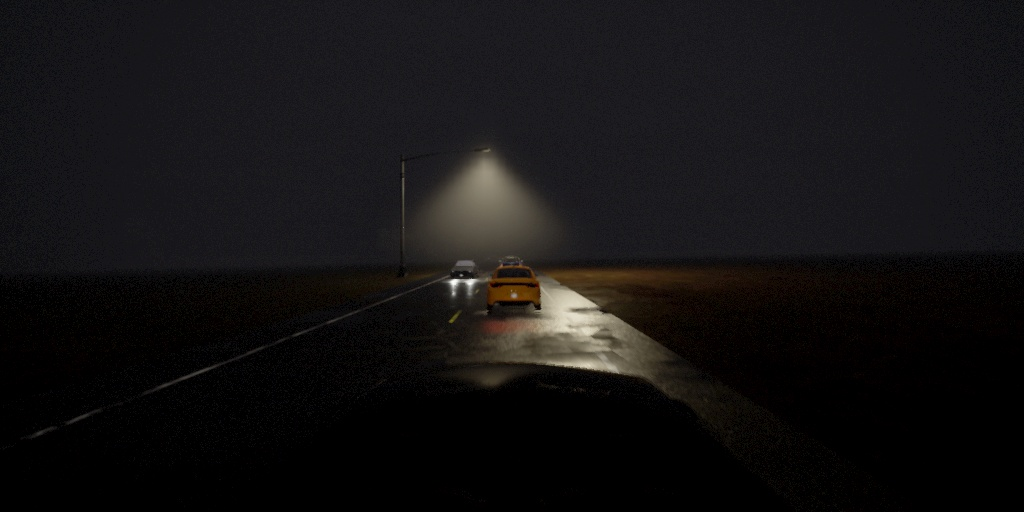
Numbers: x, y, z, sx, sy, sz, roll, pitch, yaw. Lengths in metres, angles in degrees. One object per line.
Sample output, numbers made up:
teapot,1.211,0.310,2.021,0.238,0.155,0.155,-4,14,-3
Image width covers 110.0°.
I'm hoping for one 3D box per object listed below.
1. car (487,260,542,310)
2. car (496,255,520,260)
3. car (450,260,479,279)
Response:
car,0.062,1.104,14.052,1.882,1.535,5.008,0,1,0
car,-0.080,0.804,31.980,2.097,1.767,4.553,0,1,-1
car,-3.738,1.028,29.032,2.033,1.411,5.357,0,1,0
